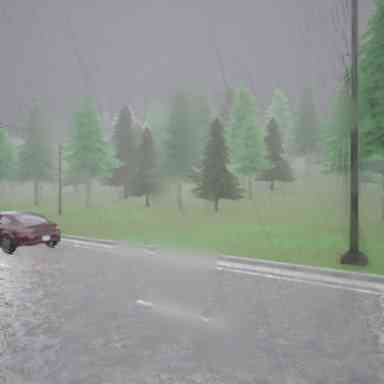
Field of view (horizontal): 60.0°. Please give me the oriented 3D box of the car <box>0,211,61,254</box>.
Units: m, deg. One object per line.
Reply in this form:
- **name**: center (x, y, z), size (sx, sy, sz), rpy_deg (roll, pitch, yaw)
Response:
- **car**: center (-7.117, 1.494, 13.324), size (4.674, 1.442, 1.812), rpy_deg (0, 0, 36)
